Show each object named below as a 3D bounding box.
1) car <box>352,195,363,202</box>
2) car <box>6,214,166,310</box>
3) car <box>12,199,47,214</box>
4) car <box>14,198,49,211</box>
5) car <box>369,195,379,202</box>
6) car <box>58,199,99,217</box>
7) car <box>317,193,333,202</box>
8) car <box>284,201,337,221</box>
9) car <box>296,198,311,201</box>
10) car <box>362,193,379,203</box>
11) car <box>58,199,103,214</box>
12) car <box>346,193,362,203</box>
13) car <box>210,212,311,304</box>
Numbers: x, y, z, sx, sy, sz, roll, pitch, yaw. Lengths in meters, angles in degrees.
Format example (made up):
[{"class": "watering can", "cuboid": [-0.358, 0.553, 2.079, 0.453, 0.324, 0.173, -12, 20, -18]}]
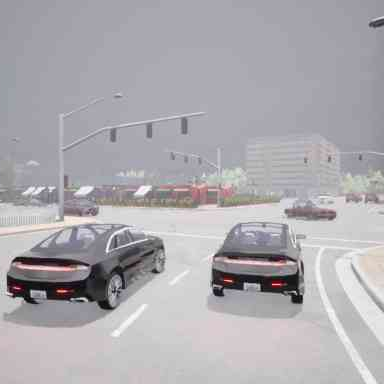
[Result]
[{"class": "car", "cuboid": [39.554, 1.540, 79.492, 2.033, 1.411, 5.357, 0, 0, 32]}, {"class": "car", "cuboid": [-2.053, 1.492, 7.909, 2.128, 1.511, 4.902, 0, 0, 12]}, {"class": "car", "cuboid": [-18.187, 1.619, 36.866, 4.181, 1.385, 1.994, 0, 0, 32]}, {"class": "car", "cuboid": [-20.445, 1.581, 42.404, 4.674, 1.442, 1.812, 0, 0, 32]}, {"class": "car", "cuboid": [42.319, 1.524, 77.306, 1.812, 1.442, 4.674, 0, 0, 32]}, {"class": "car", "cuboid": [-11.065, 1.619, 32.404, 4.181, 1.385, 1.994, 0, 0, 32]}, {"class": "car", "cuboid": [25.115, 1.222, 62.700, 2.150, 2.045, 5.566, 0, 0, 32]}, {"class": "car", "cuboid": [9.613, 1.646, 27.335, 1.895, 1.301, 4.718, 0, 0, -18]}, {"class": "car", "cuboid": [16.023, 1.547, 48.021, 2.033, 1.411, 5.357, 0, 0, 32]}, {"class": "car", "cuboid": [36.783, 1.225, 68.284, 2.150, 2.045, 5.566, 0, 0, 32]}, {"class": "car", "cuboid": [-12.635, 1.547, 37.527, 4.902, 1.511, 2.128, 0, 0, 32]}, {"class": "car", "cuboid": [33.993, 1.225, 70.429, 2.150, 2.045, 5.566, 0, 0, 32]}, {"class": "car", "cuboid": [1.764, 1.492, 8.294, 2.128, 1.511, 4.902, 0, 0, 16]}]
